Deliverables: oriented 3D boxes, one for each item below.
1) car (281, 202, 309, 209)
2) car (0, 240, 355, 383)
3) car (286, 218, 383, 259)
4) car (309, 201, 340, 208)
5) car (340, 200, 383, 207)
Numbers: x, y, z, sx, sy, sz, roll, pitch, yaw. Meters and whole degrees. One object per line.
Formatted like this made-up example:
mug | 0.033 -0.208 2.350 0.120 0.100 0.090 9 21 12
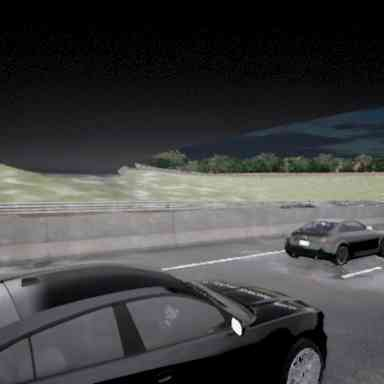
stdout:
car | 12.533 1.837 38.719 4.718 1.301 1.895 1 0 -35
car | -0.682 1.481 3.260 5.008 1.535 1.882 0 0 -35
car | 5.210 1.613 11.761 4.181 1.385 1.994 1 0 -35
car | 15.508 1.739 36.538 4.902 1.511 2.128 1 0 -35
car | 17.456 1.599 33.628 4.553 1.767 2.097 1 0 -35
